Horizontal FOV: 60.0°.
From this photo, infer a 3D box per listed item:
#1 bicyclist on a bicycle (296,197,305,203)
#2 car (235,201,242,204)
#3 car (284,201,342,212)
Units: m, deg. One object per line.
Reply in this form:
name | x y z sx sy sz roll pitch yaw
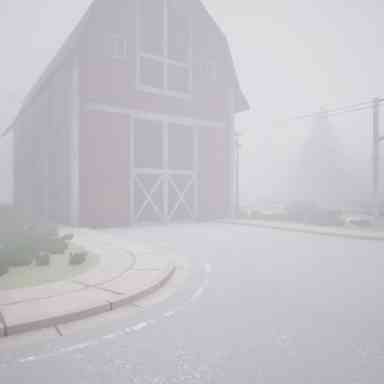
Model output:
bicyclist on a bicycle | 13.285 1.311 40.249 1.656 1.620 0.582 46 -25 -24
car | 4.434 1.543 40.105 1.812 1.442 4.674 0 0 -34
car | 10.963 1.565 30.625 2.033 1.411 5.357 0 0 -35
